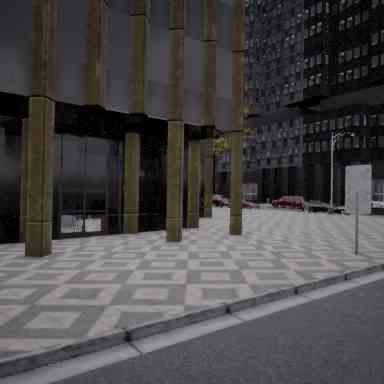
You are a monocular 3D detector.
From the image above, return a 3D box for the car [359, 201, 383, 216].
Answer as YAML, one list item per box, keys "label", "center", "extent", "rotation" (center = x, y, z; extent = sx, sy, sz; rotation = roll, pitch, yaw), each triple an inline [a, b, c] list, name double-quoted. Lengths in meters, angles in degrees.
- label: "car"
  center: [16.420, 1.518, 29.341]
  extent: [2.008, 1.369, 4.403]
  rotation: [1, -1, -35]

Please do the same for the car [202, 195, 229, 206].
- label: "car"
  center: [4.257, 1.511, 61.269]
  extent: [2.192, 1.841, 5.009]
  rotation: [1, -1, -35]

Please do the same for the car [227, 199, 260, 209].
- label: "car"
  center: [6.860, 1.570, 42.837]
  extent: [1.802, 1.307, 4.206]
  rotation: [1, -1, -35]

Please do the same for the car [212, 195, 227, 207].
- label: "car"
  center: [3.678, 1.311, 47.340]
  extent: [2.192, 1.841, 5.009]
  rotation: [1, -1, -35]

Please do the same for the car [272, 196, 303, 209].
- label: "car"
  center: [13.815, 1.487, 47.773]
  extent: [2.192, 1.841, 5.009]
  rotation: [1, -1, -35]

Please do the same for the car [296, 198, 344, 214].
- label: "car"
  center: [13.233, 1.540, 33.840]
  extent: [1.947, 1.339, 4.313]
  rotation: [1, -1, -35]

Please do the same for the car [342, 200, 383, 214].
- label: "car"
  center: [20.184, 1.708, 38.773]
  extent: [2.008, 1.369, 4.403]
  rotation: [1, -1, -35]
